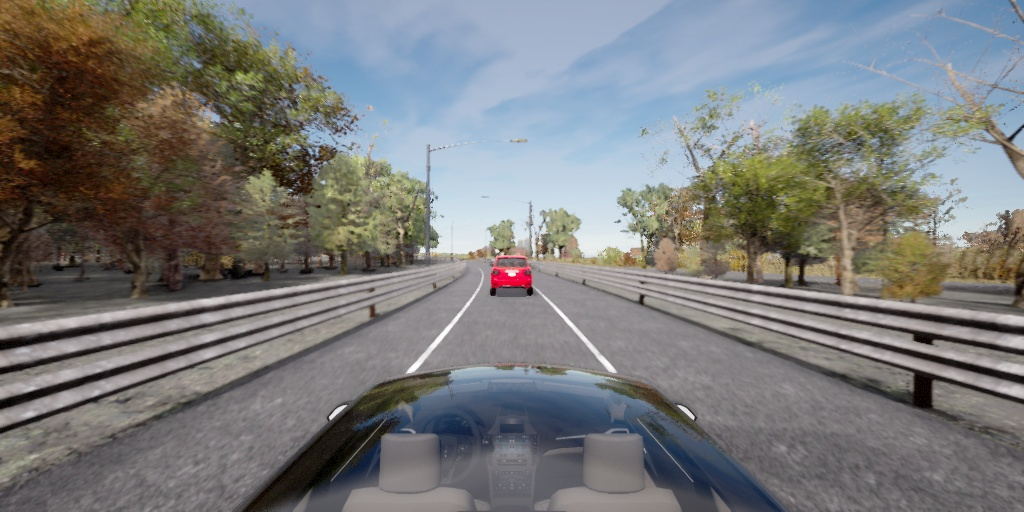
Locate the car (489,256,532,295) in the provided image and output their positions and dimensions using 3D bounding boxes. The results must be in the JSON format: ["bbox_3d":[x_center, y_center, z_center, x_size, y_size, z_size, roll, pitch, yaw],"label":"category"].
[{"bbox_3d":[-0.098,0.995,20.270,2.150,2.045,5.566,0,0,-2],"label":"car"}]

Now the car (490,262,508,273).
[{"bbox_3d":[-1.669,1.381,44.574,1.895,1.301,4.718,0,0,-6],"label":"car"}]
